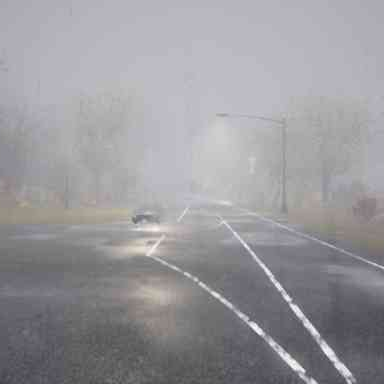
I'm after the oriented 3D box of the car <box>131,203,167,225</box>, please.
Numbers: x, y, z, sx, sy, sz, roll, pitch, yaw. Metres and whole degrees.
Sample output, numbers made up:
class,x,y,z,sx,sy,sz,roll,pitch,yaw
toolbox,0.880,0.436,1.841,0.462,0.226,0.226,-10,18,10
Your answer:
class,x,y,z,sx,sy,sz,roll,pitch,yaw
car,-2.863,1.480,23.281,2.033,1.411,5.357,1,-1,2

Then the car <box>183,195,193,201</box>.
class,x,y,z,sx,sy,sz,roll,pitch,yaw
car,-0.799,1.443,78.506,2.033,1.411,5.357,0,0,7
